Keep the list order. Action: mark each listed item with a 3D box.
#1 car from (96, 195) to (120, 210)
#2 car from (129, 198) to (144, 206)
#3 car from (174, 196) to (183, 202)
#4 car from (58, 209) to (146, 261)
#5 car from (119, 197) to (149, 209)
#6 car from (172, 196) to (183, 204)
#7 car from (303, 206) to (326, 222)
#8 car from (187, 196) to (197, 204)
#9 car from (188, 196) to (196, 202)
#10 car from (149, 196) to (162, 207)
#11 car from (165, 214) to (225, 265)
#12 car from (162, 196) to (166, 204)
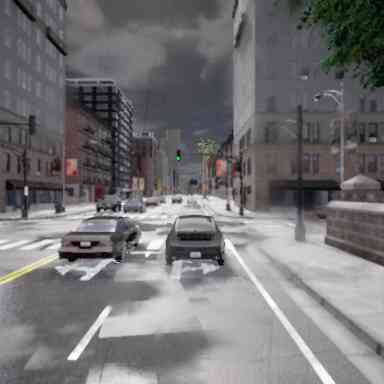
[{"bbox_3d":[-9.836,1.344,39.873,2.150,2.045,5.566,0,0,-1],"label":"car"},{"bbox_3d":[-9.754,1.769,58.739,1.895,1.301,4.718,0,0,0],"label":"car"},{"bbox_3d":[-3.235,1.631,79.672,1.895,1.301,4.718,0,0,0],"label":"car"},{"bbox_3d":[-3.148,1.589,12.346,2.033,1.411,5.357,0,0,0],"label":"car"},{"bbox_3d":[-6.562,1.475,38.346,2.097,1.767,4.553,0,0,-1],"label":"car"},{"bbox_3d":[-3.235,1.702,69.640,1.812,1.442,4.674,0,0,0],"label":"car"},{"bbox_3d":[11.303,1.723,27.285,4.206,1.307,1.802,0,0,2],"label":"car"},{"bbox_3d":[0.014,1.702,69.640,1.812,1.442,4.674,0,0,0],"label":"car"},{"bbox_3d":[0.015,1.576,79.642,2.033,1.411,5.357,0,0,0],"label":"car"},{"bbox_3d":[-6.547,1.637,54.489,1.882,1.535,5.008,0,0,0],"label":"car"},{"bbox_3d":[0.102,1.544,11.870,1.837,1.490,4.892,0,0,0],"label":"car"},{"bbox_3d":[-6.487,1.681,69.679,1.837,1.490,4.892,0,0,0],"label":"car"}]
